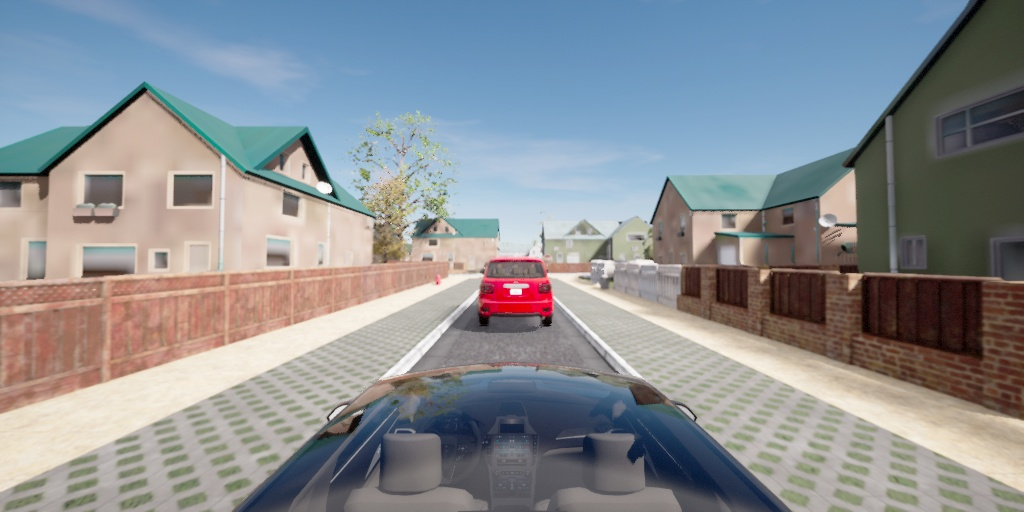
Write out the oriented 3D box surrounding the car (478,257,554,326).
[{"bbox_3d":[0.107,1.041,12.125,2.150,2.045,5.566,0,0,0],"label":"car"}]
